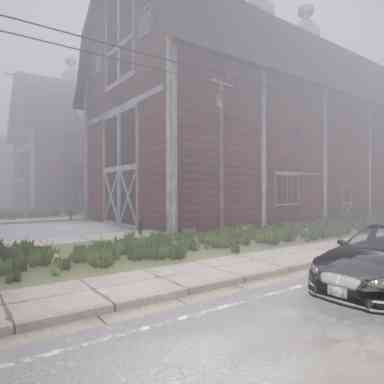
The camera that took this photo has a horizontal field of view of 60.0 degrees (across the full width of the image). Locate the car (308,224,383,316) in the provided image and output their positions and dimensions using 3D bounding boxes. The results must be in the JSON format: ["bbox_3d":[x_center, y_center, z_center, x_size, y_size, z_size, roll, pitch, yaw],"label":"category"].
[{"bbox_3d":[4.521,1.463,7.216,4.902,1.511,2.128,0,0,-36],"label":"car"}]
